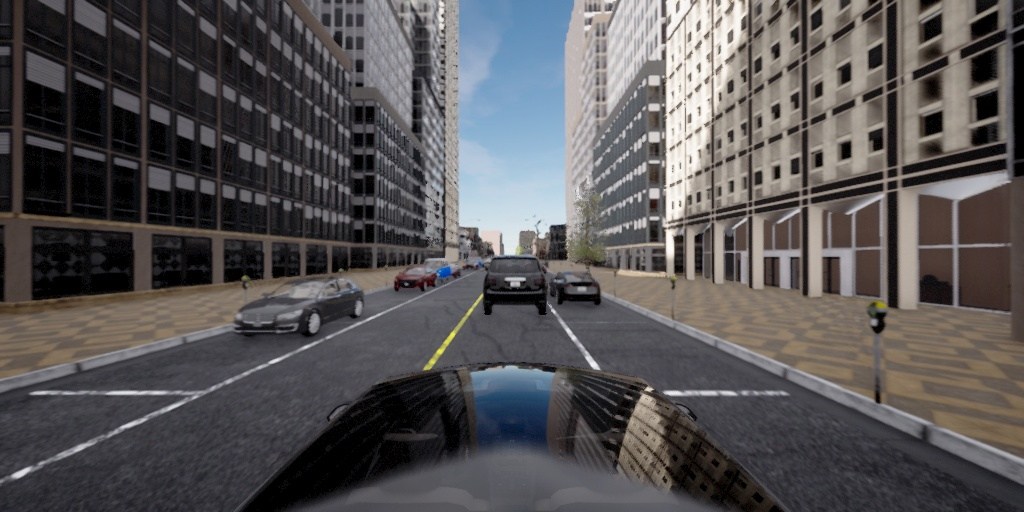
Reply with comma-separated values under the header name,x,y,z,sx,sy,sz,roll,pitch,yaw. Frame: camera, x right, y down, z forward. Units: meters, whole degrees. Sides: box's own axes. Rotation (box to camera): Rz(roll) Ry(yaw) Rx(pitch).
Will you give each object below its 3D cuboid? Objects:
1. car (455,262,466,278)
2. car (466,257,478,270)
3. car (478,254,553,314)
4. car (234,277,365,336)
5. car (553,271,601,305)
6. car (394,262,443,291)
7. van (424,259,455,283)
name,x,y,z,sx,sy,sz,roll,pitch,yaw
car,-5.689,1.310,32.962,1.802,1.307,4.207,0,0,0
car,-5.689,1.151,50.038,1.967,1.591,4.097,0,0,0
car,0.101,0.964,13.877,2.150,2.045,5.566,0,0,0
car,-5.690,1.296,10.192,2.007,1.370,4.403,0,0,0
car,2.691,1.307,15.872,1.948,1.339,4.313,0,0,0
car,-5.690,1.283,21.577,1.888,1.381,4.507,0,0,0
van,-5.689,1.074,27.270,1.690,1.789,3.998,0,0,0
